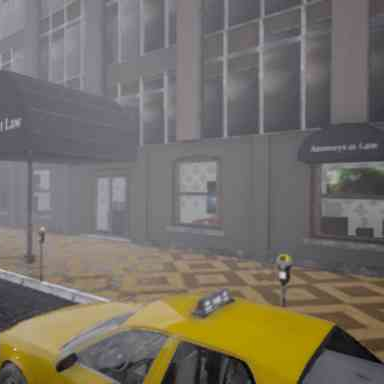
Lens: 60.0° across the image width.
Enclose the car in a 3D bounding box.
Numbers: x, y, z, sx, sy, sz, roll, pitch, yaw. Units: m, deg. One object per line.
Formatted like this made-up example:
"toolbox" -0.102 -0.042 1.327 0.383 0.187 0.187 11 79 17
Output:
"car" -0.041 1.519 2.899 4.829 1.417 1.752 0 1 36
